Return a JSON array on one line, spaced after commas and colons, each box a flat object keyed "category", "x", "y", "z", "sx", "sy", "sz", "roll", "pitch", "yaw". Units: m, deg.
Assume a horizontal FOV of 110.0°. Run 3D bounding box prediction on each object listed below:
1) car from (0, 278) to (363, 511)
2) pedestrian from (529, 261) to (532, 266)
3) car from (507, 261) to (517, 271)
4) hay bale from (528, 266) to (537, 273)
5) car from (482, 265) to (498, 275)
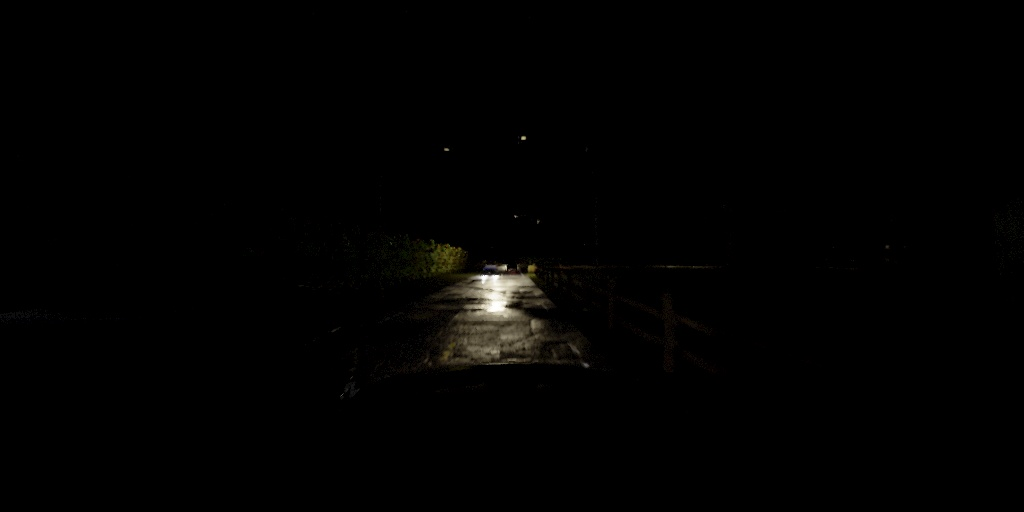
[{"category": "car", "x": -2.848, "y": 1.109, "z": 2.410, "sx": 2.097, "sy": 1.767, "sz": 4.553, "roll": 0, "pitch": -1, "yaw": 0}, {"category": "pedestrian", "x": 2.819, "y": 1.600, "z": 55.349, "sx": 0.375, "sy": 1.860, "sz": 0.375, "roll": 0, "pitch": 0, "yaw": -2}, {"category": "car", "x": -0.007, "y": 1.899, "z": 63.785, "sx": 1.837, "sy": 1.490, "sz": 4.892, "roll": 0, "pitch": -1, "yaw": 0}, {"category": "hay bale", "x": 3.119, "y": 1.941, "z": 54.246, "sx": 1.220, "sy": 1.180, "sz": 1.240, "roll": 0, "pitch": 0, "yaw": 0}, {"category": "car", "x": -2.821, "y": 1.806, "z": 47.133, "sx": 1.895, "sy": 1.301, "sz": 4.718, "roll": 0, "pitch": -1, "yaw": 0}]
